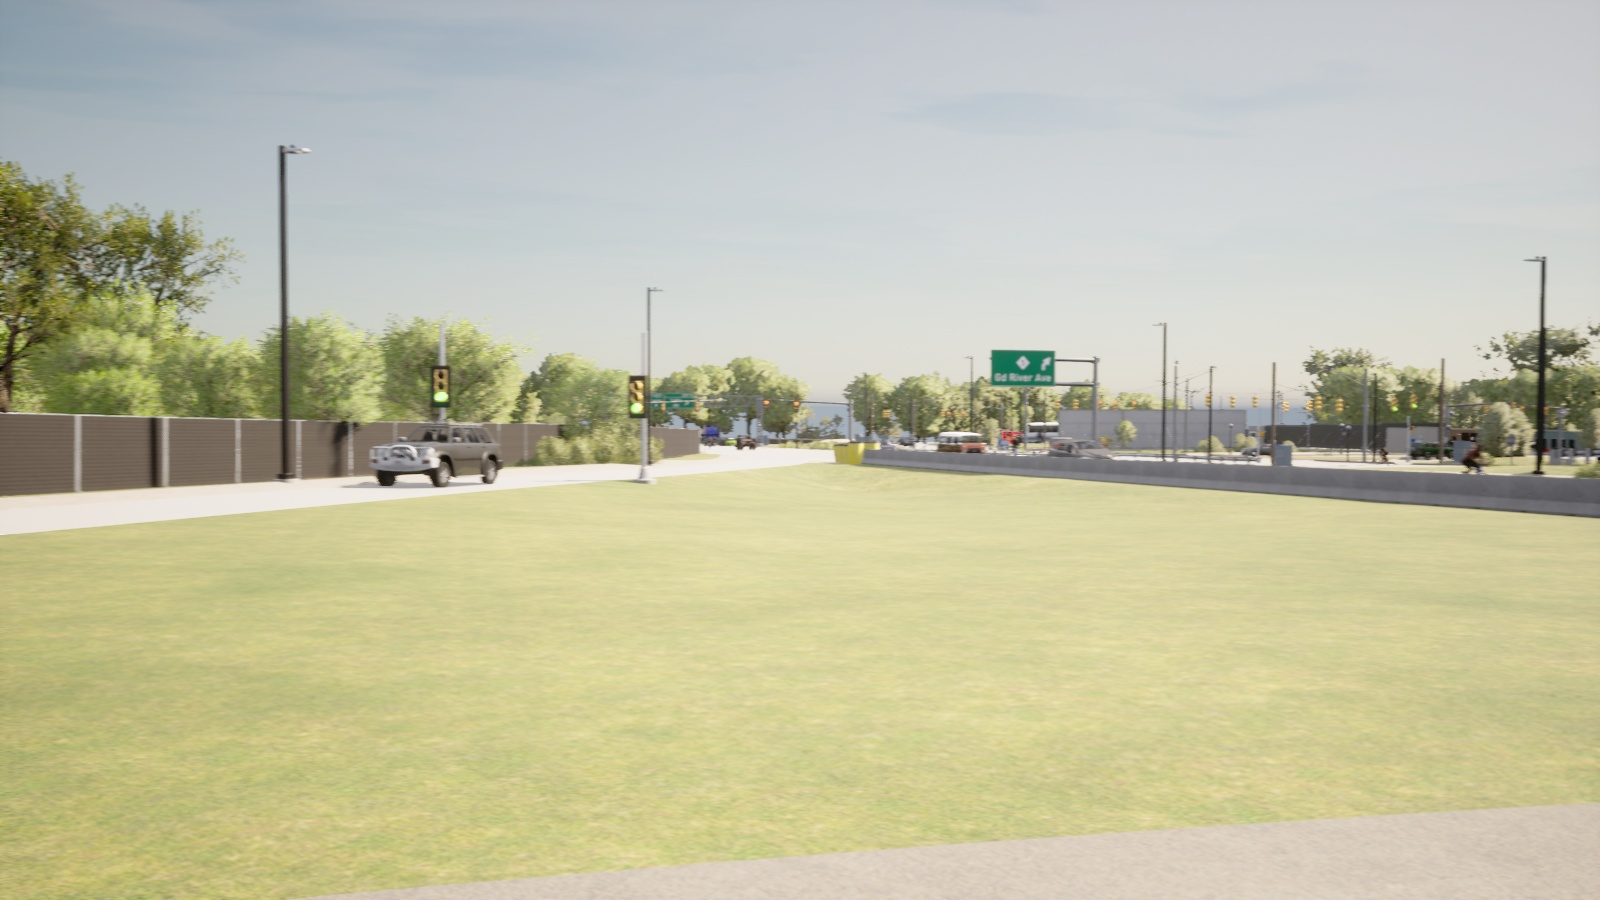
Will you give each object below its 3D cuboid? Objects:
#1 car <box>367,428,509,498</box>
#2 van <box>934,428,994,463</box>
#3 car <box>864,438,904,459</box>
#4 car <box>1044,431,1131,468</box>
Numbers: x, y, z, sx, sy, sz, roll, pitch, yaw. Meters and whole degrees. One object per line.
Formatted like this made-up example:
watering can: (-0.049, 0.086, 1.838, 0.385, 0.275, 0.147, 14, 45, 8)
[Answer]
car: (-10.250, 0.323, 35.966, 1.932, 1.855, 4.605, -1, 0, 12)
van: (9.996, -0.294, 76.949, 2.069, 2.038, 4.480, -2, 1, -14)
car: (6.122, -0.135, 91.989, 1.845, 1.501, 3.633, -2, 1, -14)
car: (13.994, -0.042, 61.474, 2.242, 1.667, 4.611, -2, 1, -14)
